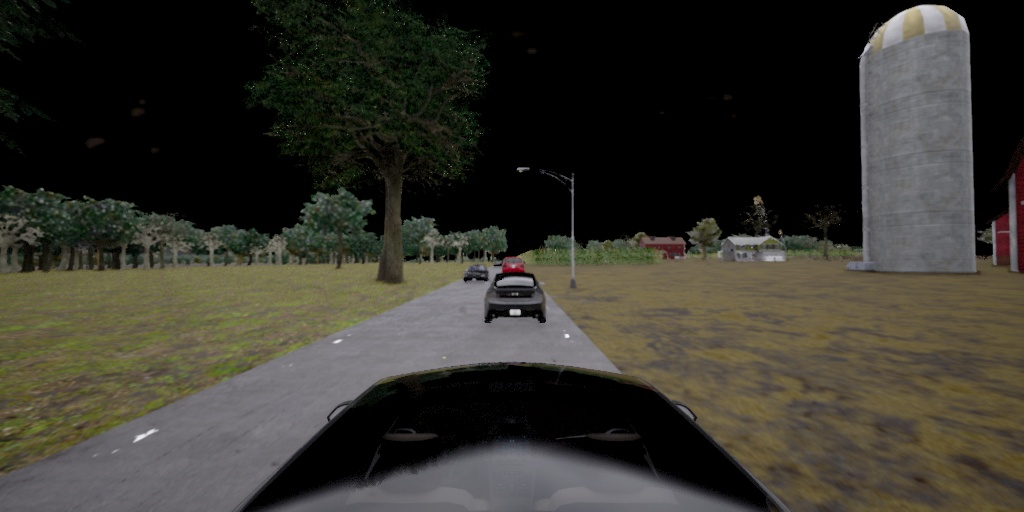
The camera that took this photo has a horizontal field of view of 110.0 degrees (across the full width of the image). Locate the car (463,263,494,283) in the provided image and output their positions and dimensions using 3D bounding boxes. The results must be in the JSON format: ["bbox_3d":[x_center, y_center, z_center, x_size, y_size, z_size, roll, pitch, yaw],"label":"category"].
[{"bbox_3d":[-2.825,1.405,29.468,2.033,1.411,5.357,0,0,0],"label":"car"}]

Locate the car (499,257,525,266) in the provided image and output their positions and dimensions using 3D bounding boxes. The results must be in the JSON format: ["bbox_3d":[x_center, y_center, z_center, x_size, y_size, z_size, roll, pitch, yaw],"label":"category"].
[{"bbox_3d":[0.131,1.111,35.823,2.150,2.045,5.566,0,0,0],"label":"car"}]

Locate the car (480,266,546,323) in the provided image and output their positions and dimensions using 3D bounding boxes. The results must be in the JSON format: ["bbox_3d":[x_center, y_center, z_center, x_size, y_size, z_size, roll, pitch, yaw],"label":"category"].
[{"bbox_3d":[0.099,1.292,12.346,1.837,1.490,4.892,0,0,0],"label":"car"}]
